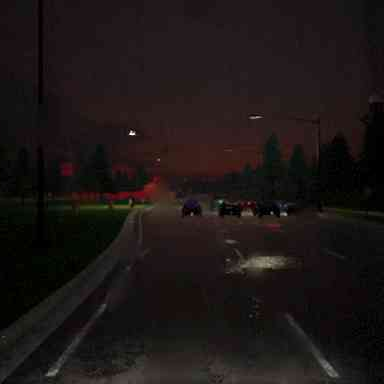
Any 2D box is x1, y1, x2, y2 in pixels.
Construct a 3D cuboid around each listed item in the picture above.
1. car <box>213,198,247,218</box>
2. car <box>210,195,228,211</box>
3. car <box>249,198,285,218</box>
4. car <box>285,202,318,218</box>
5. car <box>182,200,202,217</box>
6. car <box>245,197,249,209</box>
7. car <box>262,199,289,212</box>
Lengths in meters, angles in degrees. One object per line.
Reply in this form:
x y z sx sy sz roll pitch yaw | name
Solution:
3.498 1.589 31.572 2.128 1.511 4.902 0 0 0 | car
3.500 1.353 42.268 2.150 2.045 5.566 0 0 0 | car
6.998 1.602 31.590 1.837 1.490 4.892 0 0 0 | car
10.498 1.662 31.989 1.994 1.385 4.181 0 0 0 | car
-0.002 1.699 32.018 1.895 1.301 4.718 0 0 0 | car
7.005 1.483 42.833 2.097 1.767 4.553 0 0 0 | car
10.498 1.677 42.089 2.033 1.411 5.357 0 0 0 | car
